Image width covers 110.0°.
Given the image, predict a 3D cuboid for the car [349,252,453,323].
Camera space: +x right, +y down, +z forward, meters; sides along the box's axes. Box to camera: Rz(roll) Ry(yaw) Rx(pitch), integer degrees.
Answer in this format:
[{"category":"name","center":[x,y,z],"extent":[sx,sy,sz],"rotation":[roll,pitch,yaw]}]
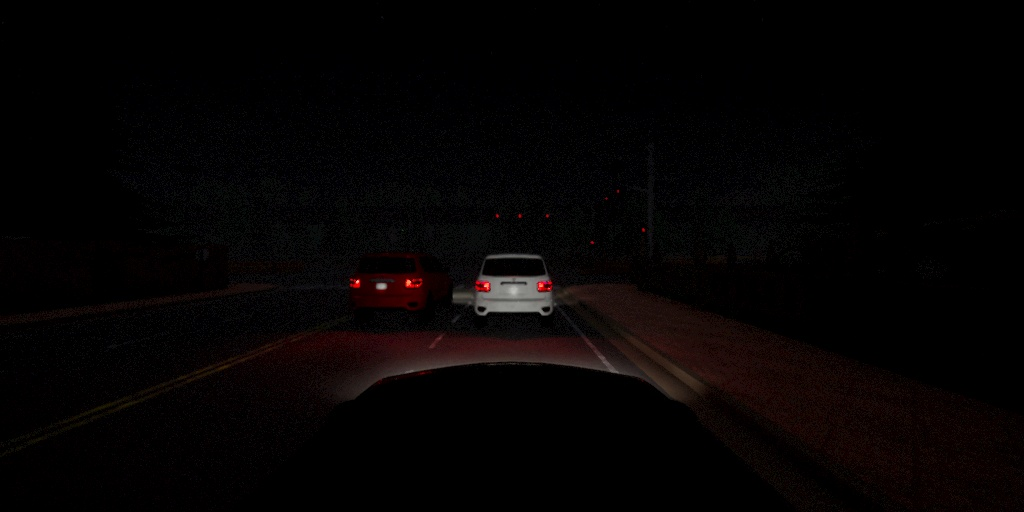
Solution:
[{"category":"car","center":[-3.439,0.932,12.141],"extent":[2.150,2.045,5.566],"rotation":[0,-1,0]}]

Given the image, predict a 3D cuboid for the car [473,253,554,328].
[{"category":"car","center":[0.062,0.937,11.463],"extent":[2.150,2.045,5.566],"rotation":[0,0,0]}]

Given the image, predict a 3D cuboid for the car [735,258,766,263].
[{"category":"car","center":[32.854,1.080,50.149],"extent":[4.892,1.490,1.837],"rotation":[-1,0,0]}]
